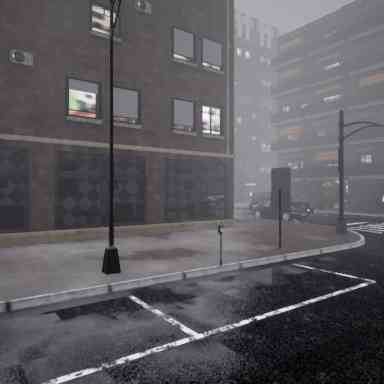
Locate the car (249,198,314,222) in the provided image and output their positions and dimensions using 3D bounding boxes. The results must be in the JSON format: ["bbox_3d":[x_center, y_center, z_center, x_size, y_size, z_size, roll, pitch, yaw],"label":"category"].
[{"bbox_3d":[6.262,1.342,24.181,2.008,1.369,4.403,1,0,-36],"label":"car"}]

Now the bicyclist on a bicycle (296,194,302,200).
[{"bbox_3d":[11.522,1.011,36.196,1.656,1.620,0.582,0,1,-36],"label":"bicyclist on a bicycle"}]

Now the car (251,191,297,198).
[{"bbox_3d":[7.170,0.988,27.322,2.150,2.045,5.566,0,1,-36],"label":"car"}]
